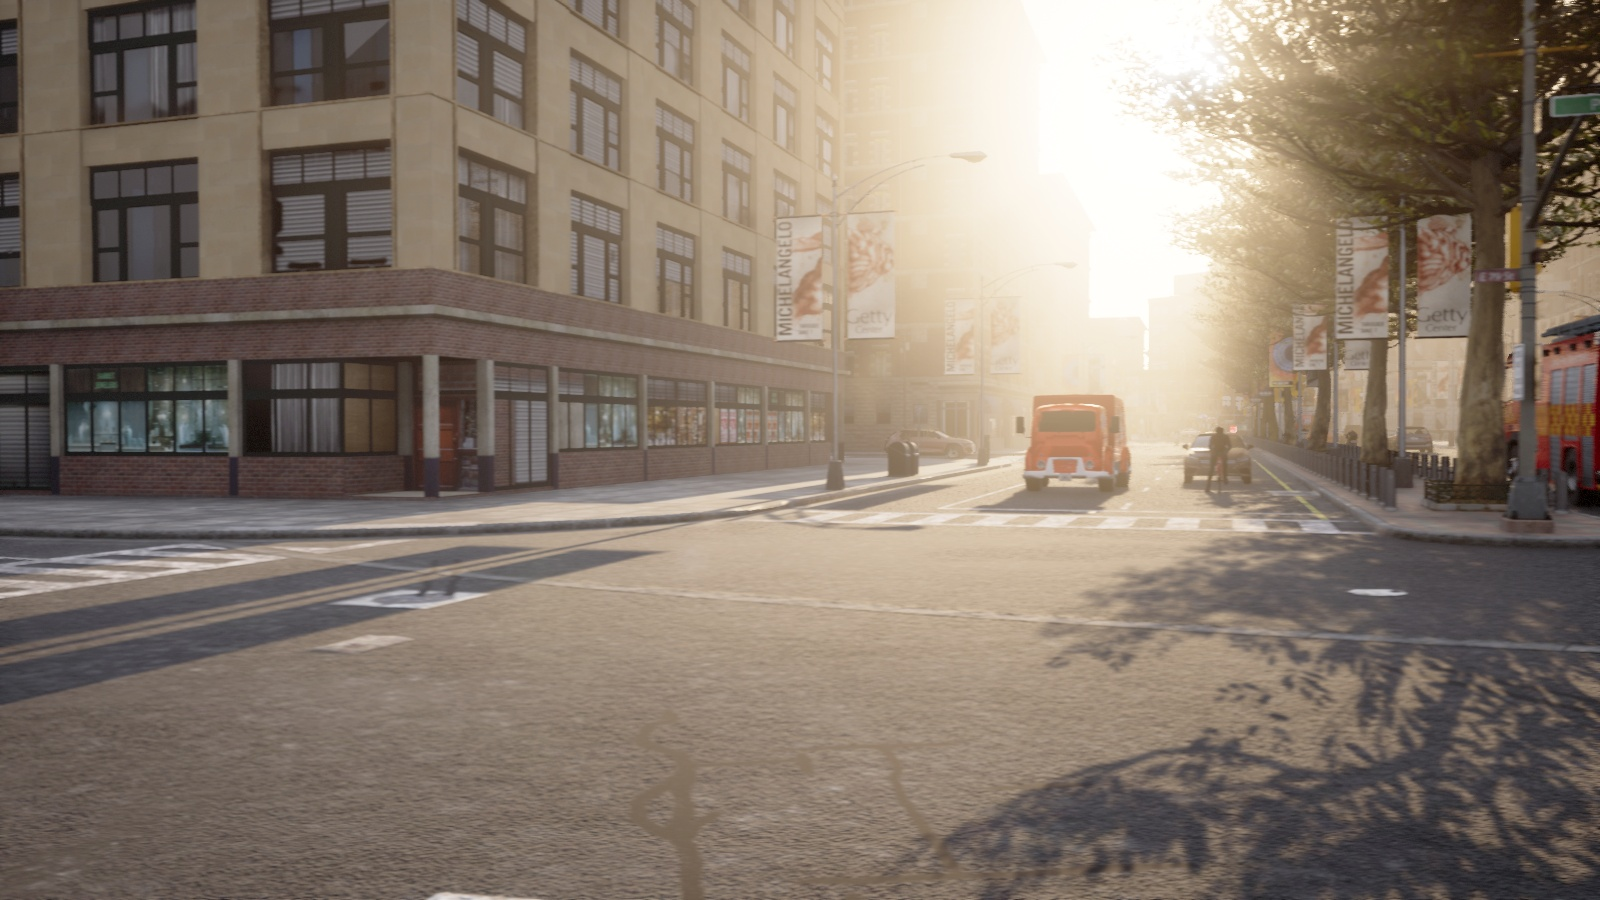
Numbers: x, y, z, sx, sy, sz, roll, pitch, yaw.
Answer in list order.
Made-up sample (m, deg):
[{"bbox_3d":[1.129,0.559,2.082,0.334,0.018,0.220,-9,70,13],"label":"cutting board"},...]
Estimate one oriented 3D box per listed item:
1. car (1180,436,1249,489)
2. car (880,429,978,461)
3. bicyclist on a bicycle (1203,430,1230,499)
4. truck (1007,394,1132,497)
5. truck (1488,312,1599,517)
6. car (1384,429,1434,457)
[{"bbox_3d":[12.241,0.305,37.064,1.812,1.442,4.674,1,1,18],"label":"car"},{"bbox_3d":[6.831,-0.282,66.484,4.856,1.649,2.033,1,1,19],"label":"car"},{"bbox_3d":[10.139,0.328,30.576,0.582,1.620,1.656,1,1,18],"label":"bicyclist on a bicycle"},{"bbox_3d":[7.151,-0.159,32.824,2.627,2.467,5.204,1,1,18],"label":"truck"},{"bbox_3d":[17.377,-0.706,27.079,2.891,3.827,8.468,1,1,18],"label":"truck"},{"bbox_3d":[38.289,-0.451,79.020,2.242,1.667,4.611,1,1,18],"label":"car"}]
